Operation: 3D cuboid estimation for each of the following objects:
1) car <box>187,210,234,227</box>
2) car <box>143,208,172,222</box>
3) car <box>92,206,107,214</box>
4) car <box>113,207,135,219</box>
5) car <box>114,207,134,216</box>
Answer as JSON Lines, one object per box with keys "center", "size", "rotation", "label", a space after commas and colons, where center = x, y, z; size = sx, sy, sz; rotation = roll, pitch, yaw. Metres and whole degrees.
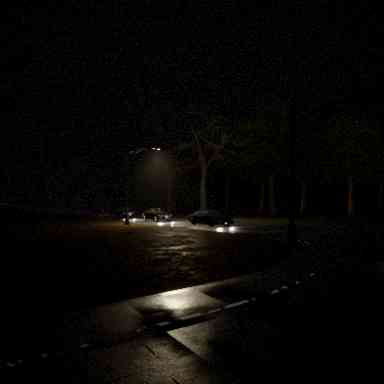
{"center": [1.478, 2.283, 29.645], "size": [2.033, 1.411, 5.357], "rotation": [0, -2, -30], "label": "car"}
{"center": [-4.020, 2.580, 38.010], "size": [1.837, 1.490, 4.892], "rotation": [1, -2, -33], "label": "car"}
{"center": [-18.663, 3.586, 67.118], "size": [2.128, 1.511, 4.902], "rotation": [1, -2, -33], "label": "car"}
{"center": [-9.597, 2.897, 46.550], "size": [2.128, 1.511, 4.902], "rotation": [1, -2, -33], "label": "car"}
{"center": [-11.573, 3.285, 56.301], "size": [1.994, 1.385, 4.181], "rotation": [1, -2, -33], "label": "car"}
